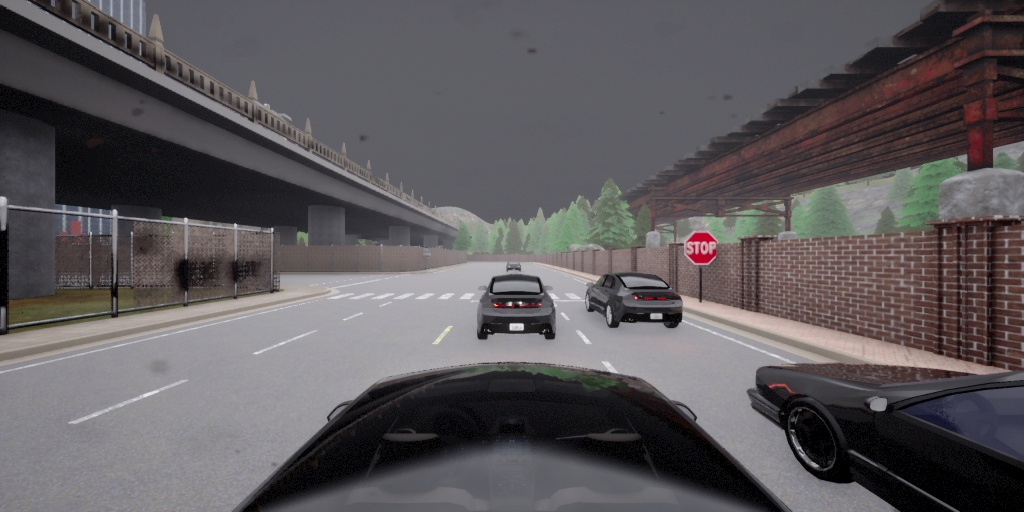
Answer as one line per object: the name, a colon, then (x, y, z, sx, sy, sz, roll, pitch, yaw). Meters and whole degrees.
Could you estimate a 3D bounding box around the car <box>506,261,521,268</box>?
car: (0.209, 1.351, 46.282, 1.895, 1.301, 4.718, 0, 0, -1)

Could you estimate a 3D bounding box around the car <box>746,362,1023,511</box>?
car: (3.600, 1.297, 1.609, 2.033, 1.411, 5.357, 0, 0, 0)

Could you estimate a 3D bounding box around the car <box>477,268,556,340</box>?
car: (0.103, 1.255, 9.998, 1.837, 1.490, 4.892, 0, 0, 0)

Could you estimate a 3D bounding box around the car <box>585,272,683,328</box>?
car: (3.606, 1.255, 11.355, 1.837, 1.490, 4.892, 0, 0, 0)
